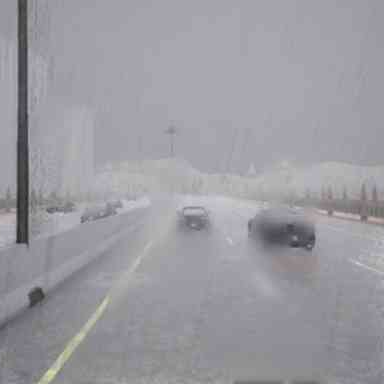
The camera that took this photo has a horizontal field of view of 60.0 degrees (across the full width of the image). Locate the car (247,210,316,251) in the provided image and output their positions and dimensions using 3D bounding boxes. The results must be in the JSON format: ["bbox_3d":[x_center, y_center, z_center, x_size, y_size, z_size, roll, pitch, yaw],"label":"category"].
[{"bbox_3d":[3.607,1.486,14.203,1.882,1.535,5.008,0,0,0],"label":"car"}]

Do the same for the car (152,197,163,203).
[{"bbox_3d":[-6.966,1.636,67.681,1.895,1.301,4.718,0,0,0],"label":"car"}]

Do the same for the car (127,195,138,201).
[{"bbox_3d":[-13.940,1.480,78.135,2.033,1.411,5.357,0,0,0],"label":"car"}]

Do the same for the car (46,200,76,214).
[{"bbox_3d":[-14.072,1.587,36.036,1.994,1.385,4.181,0,0,0],"label":"car"}]

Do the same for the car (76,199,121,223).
[{"bbox_3d":[-7.084,1.542,25.692,1.812,1.442,4.674,0,0,0],"label":"car"}]

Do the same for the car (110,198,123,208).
[{"bbox_3d":[-10.561,1.554,44.759,1.812,1.442,4.674,0,0,0],"label":"car"}]

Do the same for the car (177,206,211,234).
[{"bbox_3d":[0.110,1.537,19.148,1.812,1.442,4.674,0,0,0],"label":"car"}]
